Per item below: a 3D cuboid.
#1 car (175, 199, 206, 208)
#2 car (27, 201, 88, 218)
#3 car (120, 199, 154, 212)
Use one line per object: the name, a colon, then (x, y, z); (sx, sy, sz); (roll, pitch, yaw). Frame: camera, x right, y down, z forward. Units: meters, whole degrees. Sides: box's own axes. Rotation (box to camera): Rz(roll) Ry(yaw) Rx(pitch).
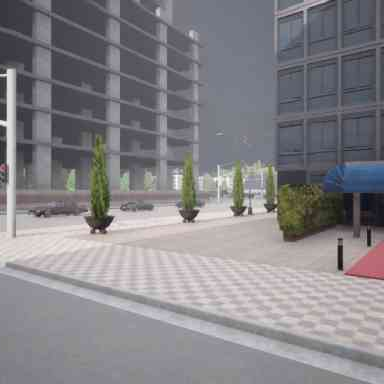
car: (-0.156, 1.547, 47.524); (2.033, 1.411, 5.357); (0, 0, 36)
car: (-12.286, 1.547, 30.892); (2.033, 1.411, 5.357); (0, 0, 36)
car: (-6.409, 1.564, 38.945); (1.994, 1.385, 4.181); (0, 0, 37)
